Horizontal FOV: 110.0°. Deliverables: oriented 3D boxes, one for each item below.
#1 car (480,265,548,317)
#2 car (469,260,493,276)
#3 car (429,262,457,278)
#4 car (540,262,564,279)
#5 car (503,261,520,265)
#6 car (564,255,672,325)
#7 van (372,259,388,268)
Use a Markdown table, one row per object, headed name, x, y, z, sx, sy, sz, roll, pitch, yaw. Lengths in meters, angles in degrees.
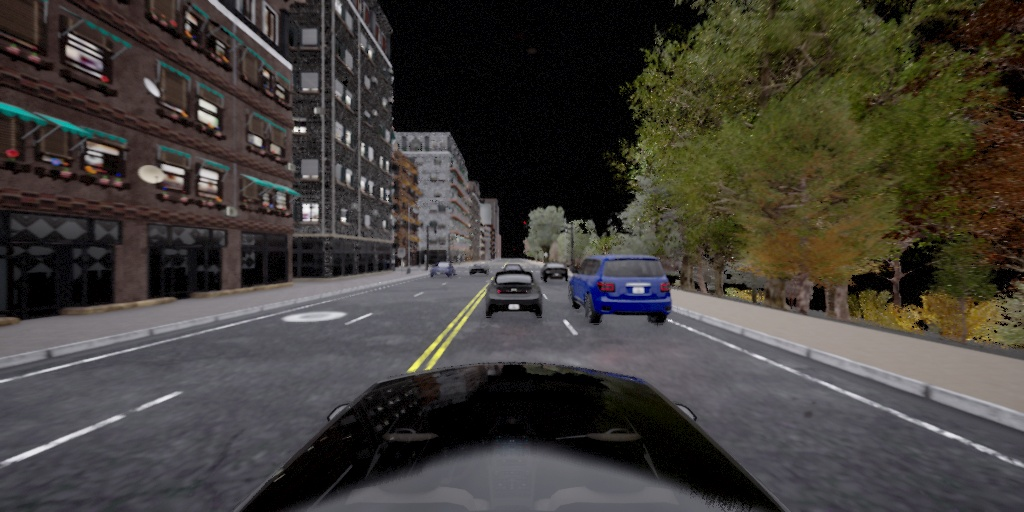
| name | x | y | z | sx | sy | sz | roll | pitch | yaw |
| --- | --- | --- | --- | --- | --- | --- | --- | --- | --- |
| car | 0.074 | 1.257 | 13.037 | 1.837 | 1.490 | 4.892 | 0 | 0 | 0 |
| car | -3.294 | 1.364 | 37.014 | 1.895 | 1.301 | 4.718 | 0 | 0 | 0 |
| car | -6.559 | 1.287 | 34.423 | 1.812 | 1.442 | 4.674 | 0 | 0 | 0 |
| car | 3.339 | 1.236 | 29.077 | 1.882 | 1.535 | 5.008 | 0 | 0 | 0 |
| car | 0.083 | 1.321 | 28.168 | 1.994 | 1.385 | 4.181 | 0 | 0 | 0 |
| car | 3.319 | 0.975 | 12.016 | 2.150 | 2.045 | 5.566 | 0 | 0 | 1 |
| van | -22.687 | 1.383 | 59.644 | 3.998 | 1.789 | 1.690 | 0 | 0 | -1 |
